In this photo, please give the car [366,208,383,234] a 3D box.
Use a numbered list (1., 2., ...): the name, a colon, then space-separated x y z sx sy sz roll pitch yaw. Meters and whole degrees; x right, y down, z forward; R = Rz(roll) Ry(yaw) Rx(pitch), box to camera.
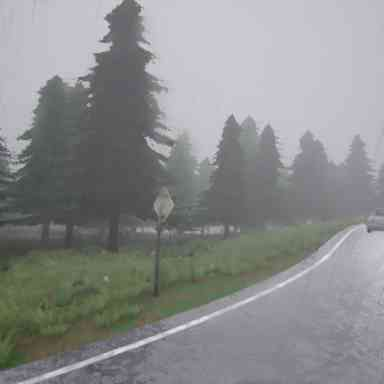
1. car: 10.815 1.548 18.214 1.895 1.301 4.718 1 1 35
